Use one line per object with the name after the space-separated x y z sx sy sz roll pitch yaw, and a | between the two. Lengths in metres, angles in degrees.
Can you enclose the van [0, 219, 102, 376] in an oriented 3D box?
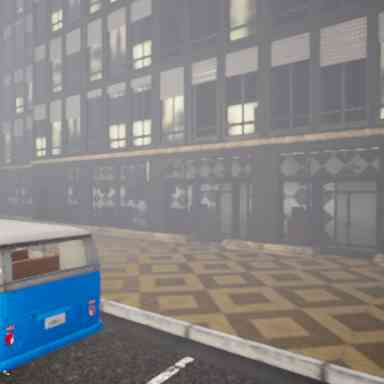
-3.177 1.332 5.139 3.998 1.788 1.690 0 0 36 | van
